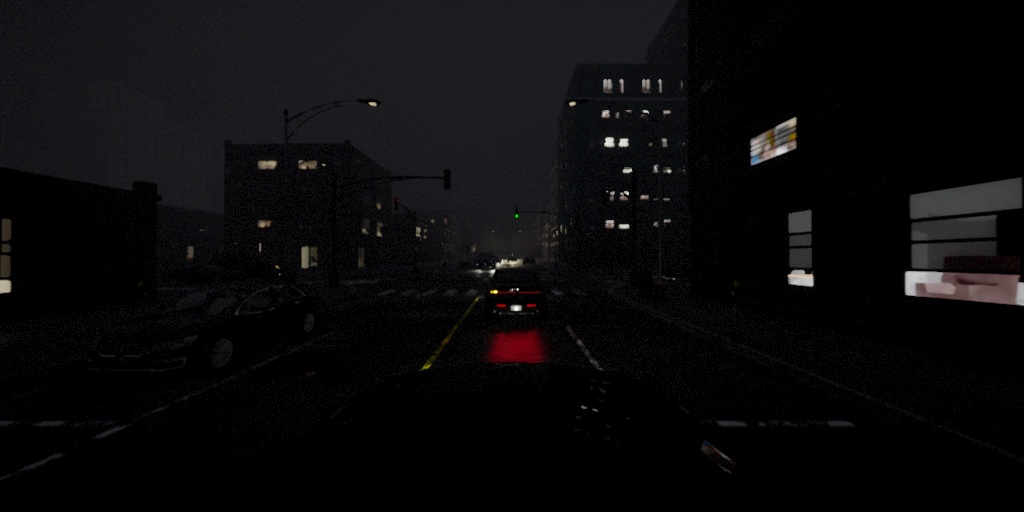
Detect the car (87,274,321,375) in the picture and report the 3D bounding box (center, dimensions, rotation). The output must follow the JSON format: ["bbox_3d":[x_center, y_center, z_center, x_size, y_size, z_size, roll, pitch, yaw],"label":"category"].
[{"bbox_3d":[-5.689,1.240,7.368,2.007,1.370,4.403,0,0,0],"label":"car"}]

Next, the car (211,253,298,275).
[{"bbox_3d":[-18.296,0.824,25.336,5.566,2.045,2.150,0,0,1],"label":"car"}]

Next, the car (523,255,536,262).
[{"bbox_3d":[2.698,0.597,56.750,1.967,1.591,4.097,0,0,0],"label":"car"}]

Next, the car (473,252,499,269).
[{"bbox_3d":[-3.084,0.515,43.960,2.150,2.045,5.566,0,1,0],"label":"car"}]

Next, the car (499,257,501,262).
[{"bbox_3d":[-3.017,0.655,62.950,1.994,1.385,4.181,0,1,0],"label":"car"}]

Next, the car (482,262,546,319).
[{"bbox_3d":[0.060,1.143,12.245,1.837,1.490,4.892,0,1,-1],"label":"car"}]

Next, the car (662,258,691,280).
[{"bbox_3d":[12.766,0.842,25.055,4.902,1.511,2.128,0,-1,0],"label":"car"}]

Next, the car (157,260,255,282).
[{"bbox_3d":[-19.292,1.139,22.617,4.507,1.381,1.888,0,0,1],"label":"car"}]

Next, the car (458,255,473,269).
[{"bbox_3d":[-5.761,0.826,45.322,1.888,1.381,4.507,0,0,0],"label":"car"}]
